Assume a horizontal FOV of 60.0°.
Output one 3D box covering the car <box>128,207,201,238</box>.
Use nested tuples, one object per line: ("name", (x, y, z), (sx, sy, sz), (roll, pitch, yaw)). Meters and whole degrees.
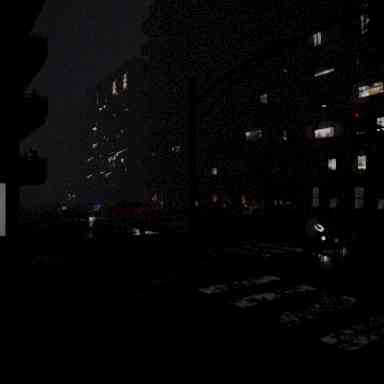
("car", (-1.804, 1.849, 19.943), (1.752, 1.417, 4.829), (-1, 0, -36))

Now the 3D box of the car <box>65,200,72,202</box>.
("car", (-17.697, 2.444, 51.737), (2.128, 1.511, 4.902), (0, -1, -36))

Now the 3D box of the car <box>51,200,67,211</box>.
("car", (-23.227, 2.625, 59.363), (1.837, 1.490, 4.892), (0, -1, -36))

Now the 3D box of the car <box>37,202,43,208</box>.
("car", (-35.088, 3.078, 80.045), (1.887, 1.381, 4.507), (-1, 0, -36))

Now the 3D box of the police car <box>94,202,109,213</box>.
("police car", (-12.317, 2.287, 49.488), (1.930, 1.638, 5.238), (0, -1, -36))

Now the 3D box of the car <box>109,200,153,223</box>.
("car", (-4.794, 1.702, 28.504), (2.150, 2.045, 5.566), (0, -1, -36))

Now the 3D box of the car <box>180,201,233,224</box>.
("car", (1.486, 1.743, 29.617), (2.192, 1.841, 5.009), (-1, 0, -36))

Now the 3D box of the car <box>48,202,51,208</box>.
("car", (-28.442, 2.652, 70.877), (2.192, 1.841, 5.009), (-1, 0, -36))

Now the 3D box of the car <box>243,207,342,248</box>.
("car", (4.718, 1.546, 16.043), (2.097, 1.767, 4.553), (0, -1, -42))

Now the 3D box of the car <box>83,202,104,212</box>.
("car", (-16.357, 2.463, 55.068), (1.882, 1.535, 5.008), (0, -1, -36))

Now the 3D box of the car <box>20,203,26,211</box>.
("car", (-31.833, 2.785, 61.342), (1.887, 1.381, 4.507), (-1, 0, -36))

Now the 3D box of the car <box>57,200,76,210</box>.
("car", (-25.116, 2.553, 66.291), (2.192, 1.841, 5.009), (-1, 0, -36))

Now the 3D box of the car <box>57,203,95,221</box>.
("car", (-11.880, 2.179, 33.835), (1.887, 1.381, 4.507), (-1, 0, -36))

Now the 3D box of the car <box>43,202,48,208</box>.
("car", (-31.761, 3.002, 75.460), (1.947, 1.339, 4.313), (-1, 0, -36))

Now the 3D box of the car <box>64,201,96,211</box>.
("car", (-13.958, 2.261, 41.172), (1.837, 1.490, 4.892), (0, 1, -35))
